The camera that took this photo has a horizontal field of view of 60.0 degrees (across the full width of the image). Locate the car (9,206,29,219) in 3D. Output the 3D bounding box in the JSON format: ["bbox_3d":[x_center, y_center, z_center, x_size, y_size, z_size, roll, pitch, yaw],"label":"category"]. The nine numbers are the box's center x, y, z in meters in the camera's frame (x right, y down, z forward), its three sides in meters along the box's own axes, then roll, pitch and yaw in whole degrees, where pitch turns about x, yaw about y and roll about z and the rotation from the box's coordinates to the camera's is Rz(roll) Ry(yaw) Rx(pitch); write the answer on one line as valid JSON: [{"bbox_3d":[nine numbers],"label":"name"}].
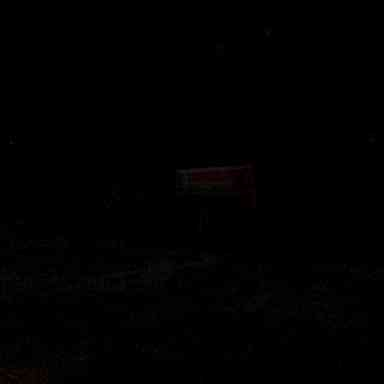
[{"bbox_3d":[-16.334,2.060,34.582,1.752,1.417,4.829,-1,-1,35],"label":"car"}]
